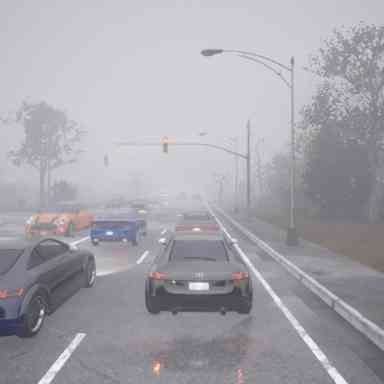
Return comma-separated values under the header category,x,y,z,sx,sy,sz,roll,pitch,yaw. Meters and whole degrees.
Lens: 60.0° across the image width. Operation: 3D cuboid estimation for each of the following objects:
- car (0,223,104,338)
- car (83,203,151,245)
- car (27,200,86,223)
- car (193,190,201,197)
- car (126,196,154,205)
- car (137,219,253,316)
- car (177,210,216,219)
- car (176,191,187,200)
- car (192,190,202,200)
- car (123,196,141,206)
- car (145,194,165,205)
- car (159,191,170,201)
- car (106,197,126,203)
category,x,y,z,sx,sy,sz,roll,pitch,yaw
car,-3.358,1.564,6.611,1.994,1.385,4.181,0,0,0
car,-3.281,1.477,15.598,1.882,1.535,5.008,0,0,-1
car,-6.950,1.351,17.858,2.097,1.767,4.553,0,0,1
car,1.237,0.312,84.010,1.837,1.490,4.892,0,3,1
car,-6.553,1.545,42.676,2.033,1.411,5.357,0,0,1
car,0.143,1.563,7.638,1.994,1.385,4.181,0,0,1
car,0.230,1.563,16.037,1.994,1.385,4.181,0,0,1
car,-2.429,1.041,74.071,1.994,1.385,4.181,0,3,1
car,1.070,0.845,73.973,2.097,1.767,4.553,0,3,1
car,-9.840,1.474,54.748,1.882,1.535,5.008,0,0,1
car,-6.297,1.543,57.122,2.033,1.411,5.357,0,0,1
car,-5.981,0.878,70.988,2.150,2.045,5.566,0,2,1
car,-10.005,1.502,44.016,1.837,1.490,4.892,0,0,4
